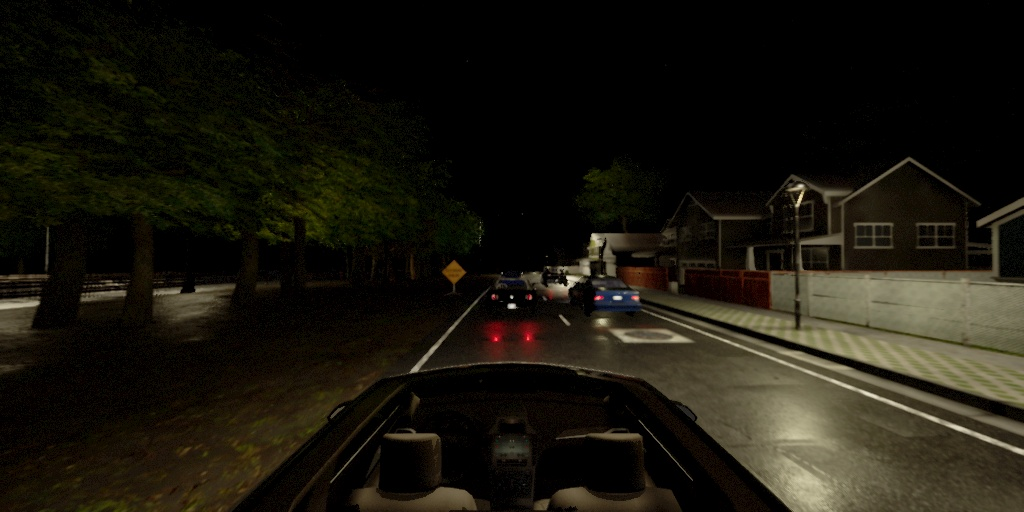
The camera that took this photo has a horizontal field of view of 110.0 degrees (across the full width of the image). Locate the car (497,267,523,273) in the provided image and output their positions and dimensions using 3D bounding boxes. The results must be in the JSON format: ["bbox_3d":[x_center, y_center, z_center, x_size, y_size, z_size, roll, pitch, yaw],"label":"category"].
[{"bbox_3d":[0.002,1.839,30.289,1.994,1.385,4.181,0,-1,0],"label":"car"}]

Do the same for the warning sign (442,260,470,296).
[{"bbox_3d":[-3.059,1.131,18.883,1.300,1.860,1.060,0,0,0],"label":"warning sign"}]

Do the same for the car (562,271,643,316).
[{"bbox_3d":[3.500,1.478,14.363,2.033,1.411,5.357,0,-1,0],"label":"car"}]

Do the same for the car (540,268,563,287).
[{"bbox_3d":[3.503,1.769,30.359,2.128,1.511,4.902,0,-1,0],"label":"car"}]

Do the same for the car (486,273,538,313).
[{"bbox_3d":[0.008,1.545,15.075,1.895,1.301,4.718,0,-1,0],"label":"car"}]
